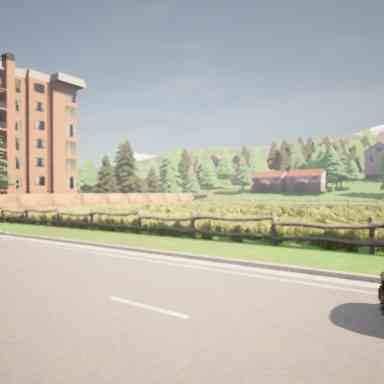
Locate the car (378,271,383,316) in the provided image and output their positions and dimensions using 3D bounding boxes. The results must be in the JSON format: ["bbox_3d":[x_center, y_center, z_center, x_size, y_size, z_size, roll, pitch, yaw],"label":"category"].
[{"bbox_3d":[5.358,1.456,4.469,5.008,1.535,1.882,-1,0,35],"label":"car"}]
